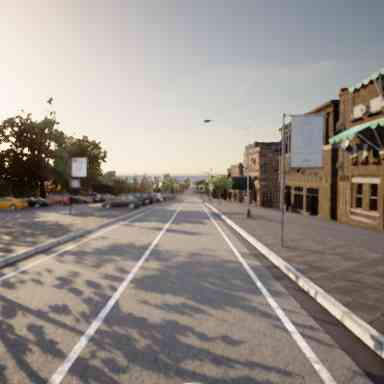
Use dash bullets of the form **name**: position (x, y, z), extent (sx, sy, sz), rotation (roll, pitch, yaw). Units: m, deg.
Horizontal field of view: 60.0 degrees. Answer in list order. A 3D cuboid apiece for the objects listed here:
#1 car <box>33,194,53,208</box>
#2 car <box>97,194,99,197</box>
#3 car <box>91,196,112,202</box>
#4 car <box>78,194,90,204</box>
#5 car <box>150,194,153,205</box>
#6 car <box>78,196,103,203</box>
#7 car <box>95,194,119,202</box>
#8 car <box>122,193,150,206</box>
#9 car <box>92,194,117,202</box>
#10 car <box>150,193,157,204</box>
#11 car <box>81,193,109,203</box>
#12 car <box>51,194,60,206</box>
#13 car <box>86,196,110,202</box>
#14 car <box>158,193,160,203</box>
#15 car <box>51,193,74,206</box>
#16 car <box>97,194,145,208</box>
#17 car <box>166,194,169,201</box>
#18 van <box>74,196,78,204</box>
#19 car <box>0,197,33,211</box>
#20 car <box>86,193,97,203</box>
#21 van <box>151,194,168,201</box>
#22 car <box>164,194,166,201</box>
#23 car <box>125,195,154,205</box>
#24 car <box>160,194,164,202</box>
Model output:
- **car**: position (-21.929, 1.386, 44.602), extent (5.008, 1.535, 2.097), rotation (0, 0, 0)
- **car**: position (-21.926, 1.530, 66.881), extent (5.008, 1.535, 2.097), rotation (0, 0, 0)
- **car**: position (-21.948, 1.687, 80.680), extent (4.674, 1.452, 2.002), rotation (0, -1, 0)
- **car**: position (-21.924, 1.528, 61.309), extent (4.674, 1.452, 2.002), rotation (0, 0, 0)
- **car**: position (-8.848, 1.411, 50.193), extent (4.892, 1.521, 2.231), rotation (0, 0, 0)
- **car**: position (-21.968, 1.603, 72.450), extent (4.792, 1.488, 2.163), rotation (0, 0, 0)
- **car**: position (-21.929, 1.454, 86.252), extent (5.566, 2.045, 2.435), rotation (0, -1, 0)
- **car**: position (-8.872, 1.137, 44.590), extent (5.566, 2.045, 2.435), rotation (0, 0, 0)
- **car**: position (-21.925, 1.425, 83.591), extent (5.566, 2.045, 2.435), rotation (0, -1, 0)
- **car**: position (-8.870, 1.176, 53.000), extent (5.566, 2.045, 2.435), rotation (0, 0, 0)
- **car**: position (-21.915, 1.345, 75.236), extent (5.566, 2.045, 2.435), rotation (0, 0, 0)
- **car**: position (-21.924, 1.437, 47.389), extent (4.674, 1.452, 2.002), rotation (0, 0, 0)
- **car**: position (-21.941, 1.622, 78.020), extent (5.008, 1.535, 2.097), rotation (0, -1, 0)
- **car**: position (-8.840, 1.490, 61.407), extent (4.892, 1.521, 2.231), rotation (0, 0, 0)
- **car**: position (-21.890, 1.301, 52.958), extent (4.553, 1.767, 2.185), rotation (0, 0, 0)
- **car**: position (-8.840, 1.383, 41.788), extent (4.892, 1.521, 2.231), rotation (0, 0, 0)
- **car**: position (-8.866, 1.650, 81.029), extent (5.008, 1.535, 2.097), rotation (0, -1, 0)
- **van**: position (-22.038, 1.219, 55.739), extent (4.442, 1.987, 1.878), rotation (0, 0, 0)
- **car**: position (-21.922, 1.377, 39.034), extent (5.008, 1.535, 2.097), rotation (0, 0, 0)
- **car**: position (-21.743, 1.506, 64.095), extent (5.366, 1.575, 1.946), rotation (0, 0, 0)
- **van**: position (-8.765, 1.514, 89.438), extent (4.442, 1.987, 1.878), rotation (0, -1, 0)
- **car**: position (-8.885, 1.302, 69.819), extent (5.566, 2.045, 2.435), rotation (0, 0, 0)
- **car**: position (-8.811, 1.320, 55.800), extent (4.553, 1.767, 2.185), rotation (0, 0, 0)
- **car**: position (-8.847, 1.531, 67.013), extent (5.008, 1.535, 2.097), rotation (0, 0, 0)
